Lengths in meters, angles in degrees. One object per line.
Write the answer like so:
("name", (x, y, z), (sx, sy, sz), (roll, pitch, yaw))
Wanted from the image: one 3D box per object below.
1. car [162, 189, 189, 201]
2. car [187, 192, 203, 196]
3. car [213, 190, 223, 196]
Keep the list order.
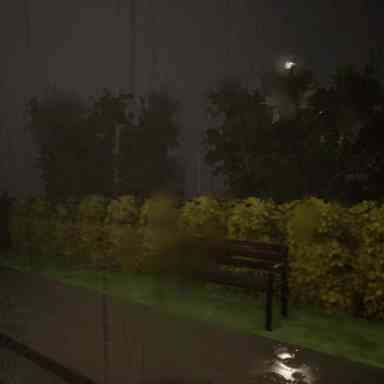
("car", (-3.031, 0.495, 62.714), (2.150, 2.045, 5.566), (0, 2, 36))
("car", (0.047, 0.754, 61.036), (1.882, 1.535, 5.008), (0, 2, 36))
("car", (5.904, 0.384, 75.405), (2.097, 1.767, 4.553), (0, 1, 35))
